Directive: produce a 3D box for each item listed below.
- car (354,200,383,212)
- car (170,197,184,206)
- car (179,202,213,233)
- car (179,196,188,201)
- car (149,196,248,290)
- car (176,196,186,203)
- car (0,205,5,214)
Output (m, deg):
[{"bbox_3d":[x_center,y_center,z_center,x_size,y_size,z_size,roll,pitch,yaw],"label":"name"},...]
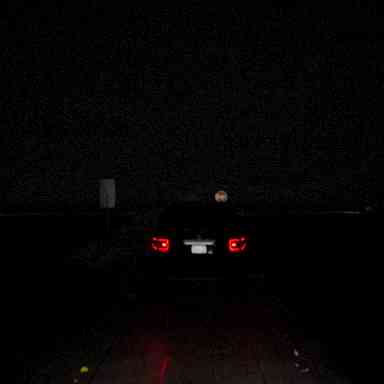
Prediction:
[{"bbox_3d":[20.484,1.577,37.320,4.181,1.385,1.994,0,-1,0],"label":"car"},{"bbox_3d":[-2.457,1.645,55.756,1.994,1.385,4.181,0,0,1],"label":"car"},{"bbox_3d":[0.230,1.501,20.773,1.882,1.535,5.008,0,0,1],"label":"car"},{"bbox_3d":[-2.183,1.655,85.355,2.033,1.411,5.357,0,0,0],"label":"car"},{"bbox_3d":[0.160,1.231,9.247,2.150,2.045,5.566,0,0,0],"label":"car"},{"bbox_3d":[-2.279,1.588,70.570,1.882,1.535,5.008,0,0,0],"label":"car"},{"bbox_3d":[-21.952,1.504,34.429,4.553,1.767,2.097,-1,-1,0],"label":"car"}]
